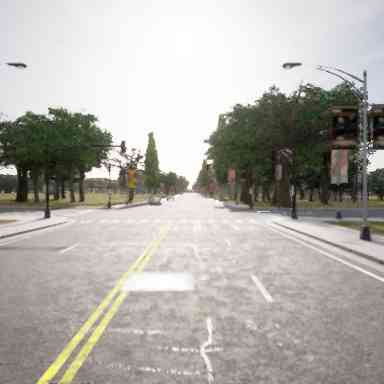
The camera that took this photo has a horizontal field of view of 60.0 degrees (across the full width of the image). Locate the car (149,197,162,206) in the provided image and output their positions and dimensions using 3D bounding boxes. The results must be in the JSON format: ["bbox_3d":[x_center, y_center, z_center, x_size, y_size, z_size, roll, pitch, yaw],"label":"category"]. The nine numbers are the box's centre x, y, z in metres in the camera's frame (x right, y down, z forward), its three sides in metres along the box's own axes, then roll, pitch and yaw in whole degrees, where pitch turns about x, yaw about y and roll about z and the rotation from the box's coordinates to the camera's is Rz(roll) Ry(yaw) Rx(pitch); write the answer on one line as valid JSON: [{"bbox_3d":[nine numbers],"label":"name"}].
[{"bbox_3d":[-6.515,1.669,59.850,2.128,1.511,4.902,0,0,0],"label":"car"}]
